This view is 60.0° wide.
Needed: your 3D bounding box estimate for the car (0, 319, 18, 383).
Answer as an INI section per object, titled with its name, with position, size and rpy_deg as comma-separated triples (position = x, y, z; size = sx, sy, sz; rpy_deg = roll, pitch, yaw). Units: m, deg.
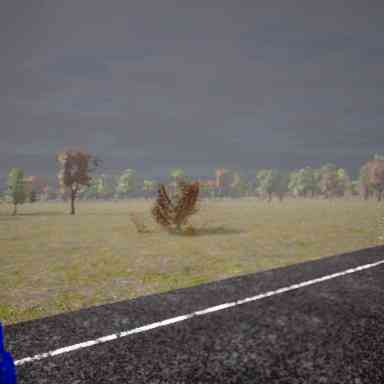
[car]
position = -3.596, 1.491, 1.461
size = 5.008, 1.535, 1.882
rpy_deg = 0, 0, -35
